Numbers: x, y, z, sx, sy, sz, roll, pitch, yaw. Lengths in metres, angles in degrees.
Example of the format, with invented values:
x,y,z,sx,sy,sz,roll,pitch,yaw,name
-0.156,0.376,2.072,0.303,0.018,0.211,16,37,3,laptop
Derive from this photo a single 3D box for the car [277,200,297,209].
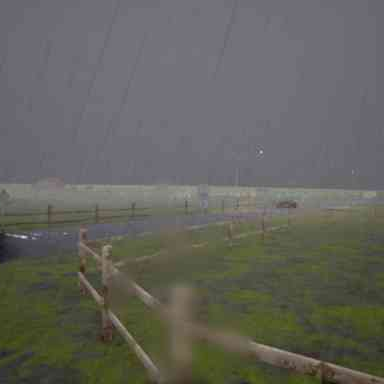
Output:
x,y,z,sx,sy,sz,roll,pitch,yaw,name
14.314,1.832,49.943,1.994,1.385,4.181,2,1,35,car
